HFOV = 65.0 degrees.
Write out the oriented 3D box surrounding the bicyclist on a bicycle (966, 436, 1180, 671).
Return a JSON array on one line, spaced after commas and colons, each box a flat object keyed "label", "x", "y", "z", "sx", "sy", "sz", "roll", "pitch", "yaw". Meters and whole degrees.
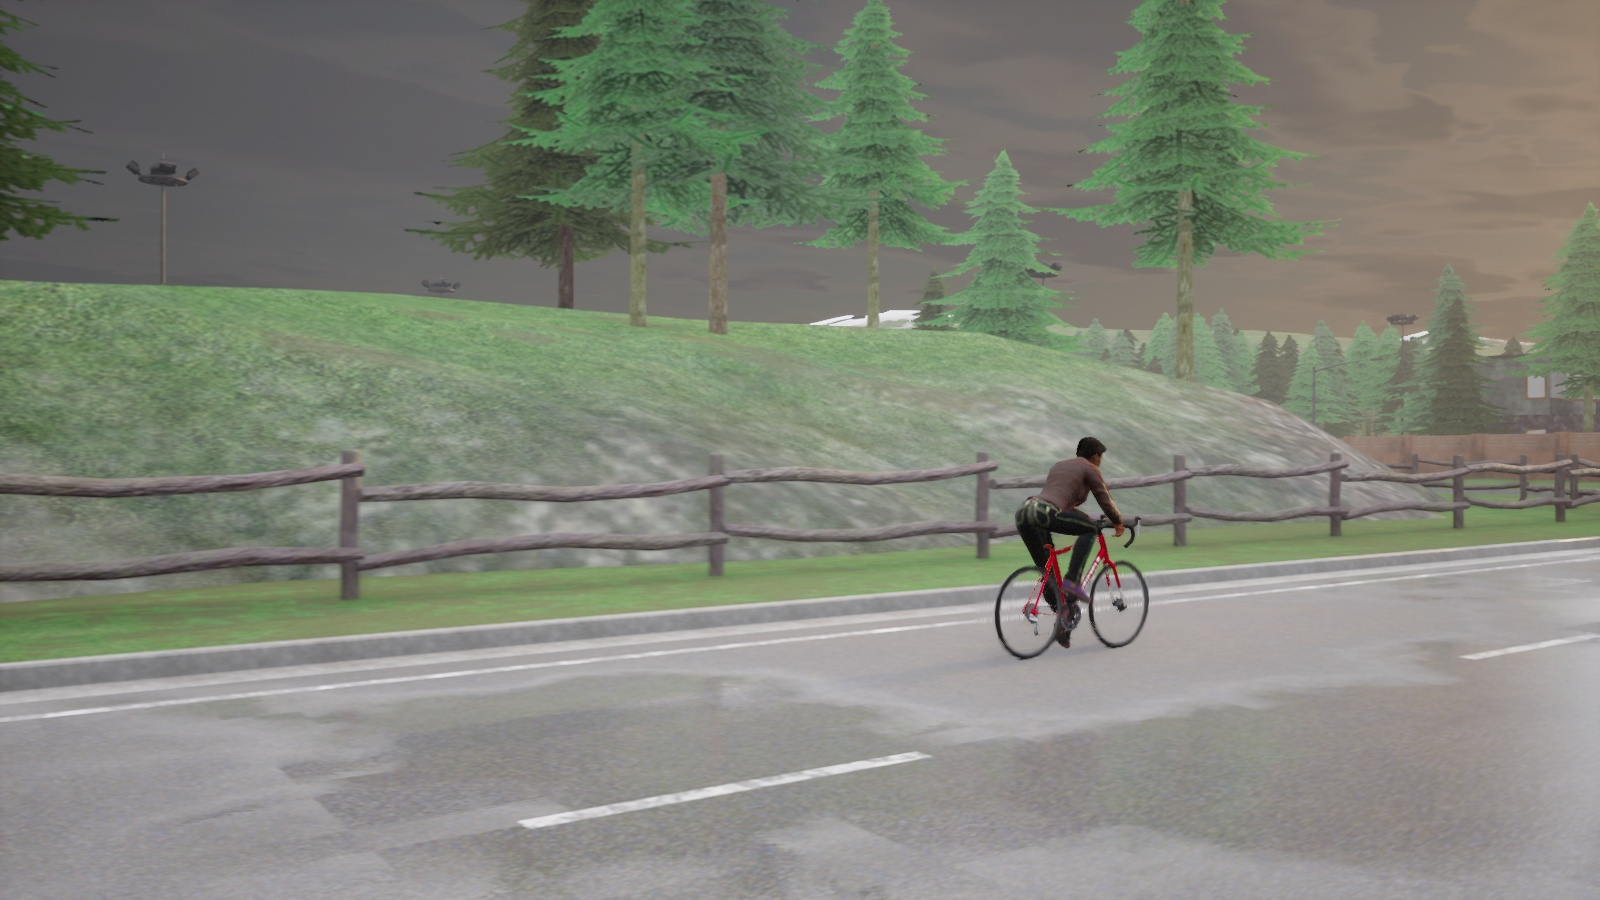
[{"label": "bicyclist on a bicycle", "x": 2.053, "y": 0.716, "z": 9.352, "sx": 1.656, "sy": 1.620, "sz": 0.582, "roll": 0, "pitch": 0, "yaw": -35}]
